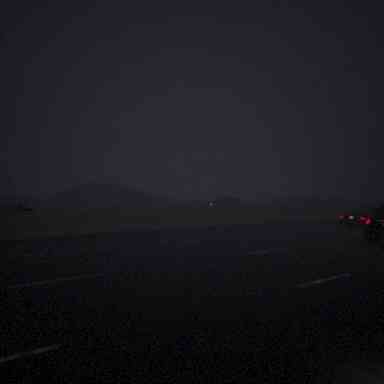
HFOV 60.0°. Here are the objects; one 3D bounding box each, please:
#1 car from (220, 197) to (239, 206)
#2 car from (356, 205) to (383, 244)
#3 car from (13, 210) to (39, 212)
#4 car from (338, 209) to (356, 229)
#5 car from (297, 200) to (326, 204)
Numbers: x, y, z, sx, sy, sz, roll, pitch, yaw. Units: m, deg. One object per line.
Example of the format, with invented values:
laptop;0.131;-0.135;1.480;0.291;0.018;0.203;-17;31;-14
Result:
car;3.338;1.194;34.774;4.674;1.442;1.812;0;1;-29
car;9.302;1.274;13.841;4.553;1.767;2.097;0;1;-30
car;-10.216;1.341;18.111;4.718;1.301;1.895;0;1;-35
car;10.748;1.428;18.980;5.357;1.411;2.033;0;1;-28
car;12.258;1.202;35.511;5.008;1.535;1.882;0;0;-26
